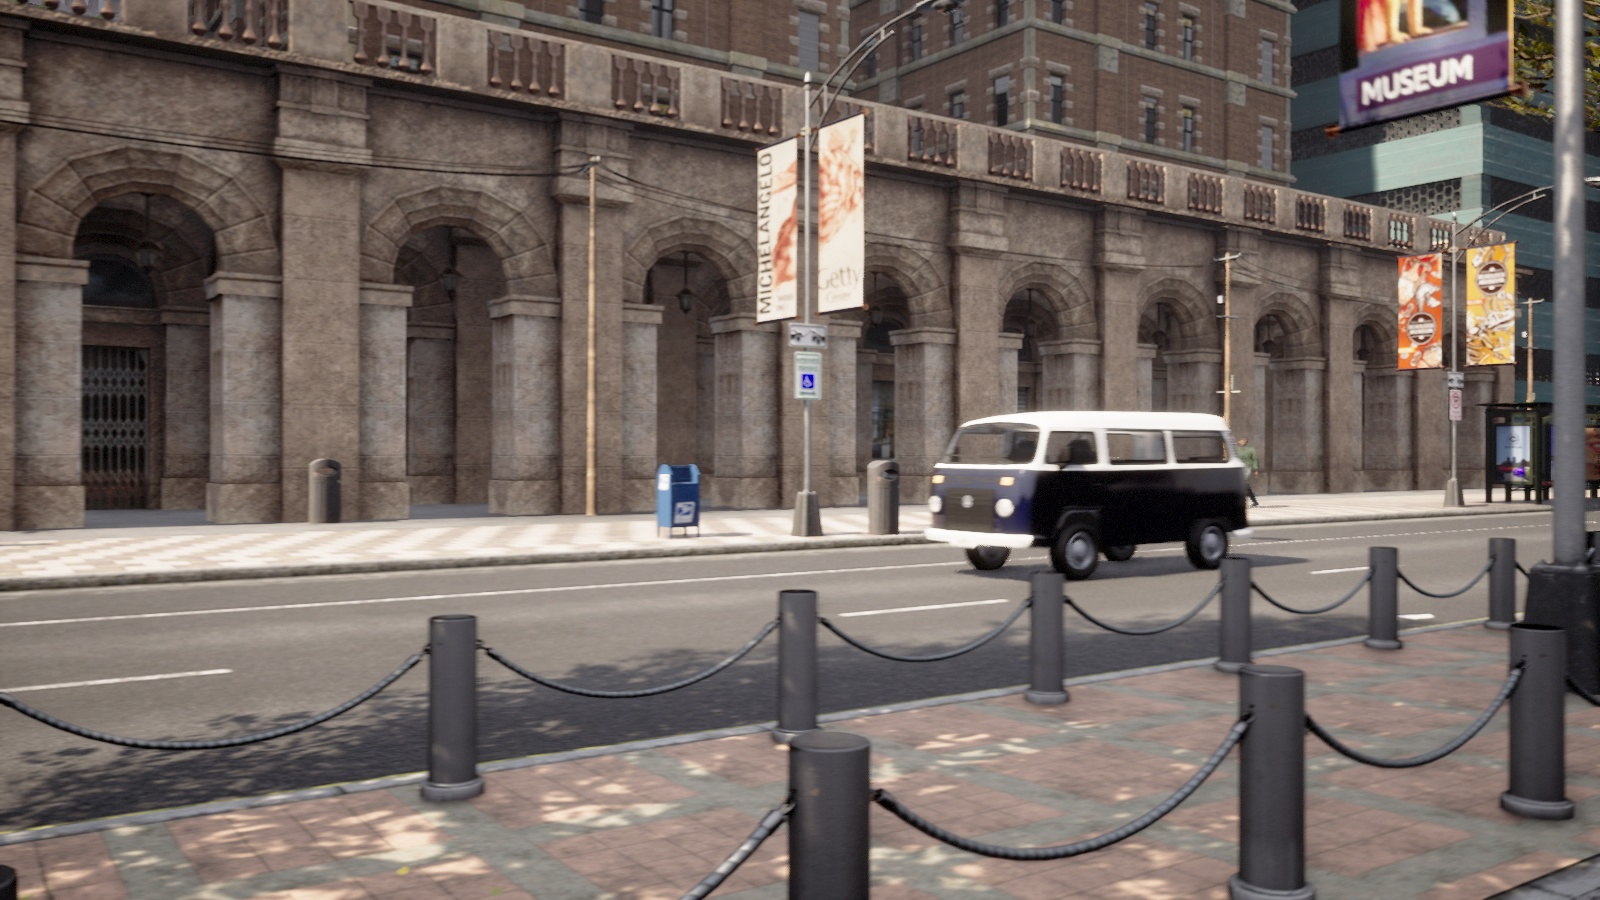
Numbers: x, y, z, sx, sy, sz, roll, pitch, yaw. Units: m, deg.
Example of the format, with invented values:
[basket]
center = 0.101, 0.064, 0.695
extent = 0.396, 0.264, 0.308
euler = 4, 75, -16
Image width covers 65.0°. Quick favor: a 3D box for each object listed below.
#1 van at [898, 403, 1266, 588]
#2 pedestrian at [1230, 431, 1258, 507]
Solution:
[van]
center = 3.636, 0.500, 15.938
extent = 4.480, 2.038, 2.069
euler = 0, 0, -35
[pedestrian]
center = 10.928, 0.454, 30.920
extent = 0.614, 1.847, 0.353
euler = 0, 0, -34
